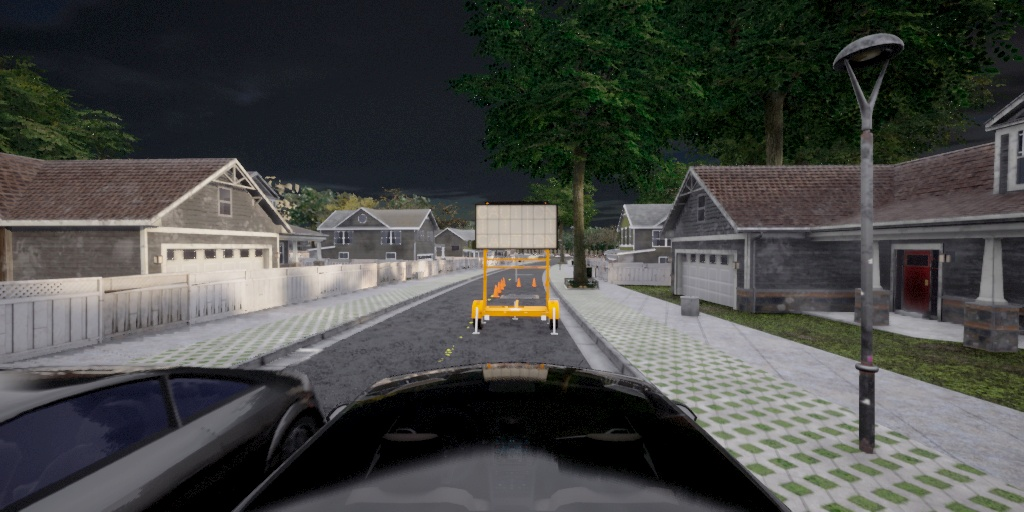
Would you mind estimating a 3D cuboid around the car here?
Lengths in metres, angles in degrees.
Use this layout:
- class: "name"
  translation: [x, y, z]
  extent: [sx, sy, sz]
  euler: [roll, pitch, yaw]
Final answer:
- class: "car"
  translation: [-2.685, 1.314, 1.533]
  extent: [1.994, 1.385, 4.181]
  euler: [0, 0, 0]

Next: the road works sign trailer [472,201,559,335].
- class: "road works sign trailer"
  translation: [0.129, 0.213, 10.545]
  extent: [2.380, 3.560, 2.880]
  euler: [0, 0, 2]
